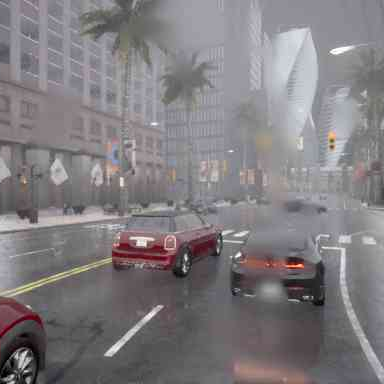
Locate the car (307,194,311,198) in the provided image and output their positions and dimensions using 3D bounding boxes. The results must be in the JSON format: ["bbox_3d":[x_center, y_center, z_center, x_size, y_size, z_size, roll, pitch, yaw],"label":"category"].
[{"bbox_3d":[28.299,1.354,82.589,2.097,1.767,4.553,0,0,25],"label":"car"}]

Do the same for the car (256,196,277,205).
[{"bbox_3d":[12.674,1.478,57.213,1.882,1.535,5.008,0,0,25],"label":"car"}]

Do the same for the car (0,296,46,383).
[{"bbox_3d":[-2.960,1.352,2.123,2.097,1.767,4.553,0,0,7],"label":"car"}]

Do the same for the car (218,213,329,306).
[{"bbox_3d":[2.251,1.505,8.224,1.837,1.490,4.892,0,0,20],"label":"car"}]

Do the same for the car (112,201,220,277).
[{"bbox_3d":[-0.533,1.352,10.591,2.097,1.767,4.553,0,0,21],"label":"car"}]

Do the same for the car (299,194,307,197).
[{"bbox_3d":[22.167,1.478,69.300,1.882,1.535,5.008,0,0,25],"label":"car"}]

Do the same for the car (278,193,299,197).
[{"bbox_3d":[16.840,1.352,57.884,2.097,1.767,4.553,0,0,25],"label":"car"}]

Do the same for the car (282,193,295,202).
[{"bbox_3d":[23.151,1.225,79.764,2.150,2.045,5.566,0,0,25],"label":"car"}]

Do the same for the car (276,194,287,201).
[{"bbox_3d":[24.019,1.354,89.180,2.185,1.767,4.553,0,0,24],"label":"car"}]

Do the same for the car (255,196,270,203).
[{"bbox_3d":[14.795,1.513,69.282,2.161,1.482,4.786,0,0,24],"label":"car"}]

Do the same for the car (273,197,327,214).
[{"bbox_3d":[11.259,1.547,34.331,2.033,1.411,5.357,0,0,-27],"label":"car"}]
